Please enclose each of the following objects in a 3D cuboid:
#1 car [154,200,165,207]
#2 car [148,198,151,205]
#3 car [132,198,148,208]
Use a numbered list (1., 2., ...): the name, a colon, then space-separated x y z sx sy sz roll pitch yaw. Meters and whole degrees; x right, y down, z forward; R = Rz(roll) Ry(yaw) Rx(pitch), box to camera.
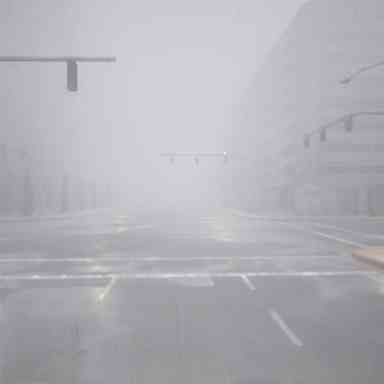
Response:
1. car: -6.346 2.231 66.289 1.994 1.385 4.181 0 -1 -2
2. car: -10.160 2.138 73.681 1.882 1.535 5.008 0 -1 -3
3. car: -9.560 2.134 59.997 1.812 1.442 4.674 0 -1 -3
